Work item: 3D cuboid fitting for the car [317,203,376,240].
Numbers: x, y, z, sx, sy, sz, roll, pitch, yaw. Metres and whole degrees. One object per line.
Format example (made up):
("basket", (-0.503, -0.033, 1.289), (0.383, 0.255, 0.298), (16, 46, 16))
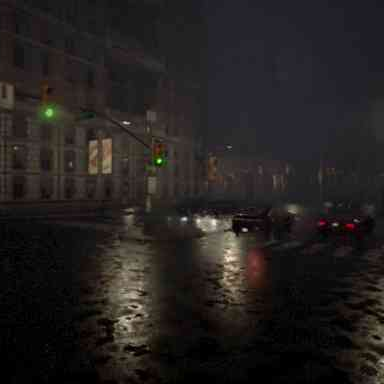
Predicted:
("car", (7.969, 1.525, 16.986), (2.033, 1.411, 5.357), (0, 0, 37))

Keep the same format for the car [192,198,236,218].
("car", (2.426, 1.404, 29.060), (1.837, 1.490, 4.892), (0, 0, 36))

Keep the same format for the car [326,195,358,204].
("car", (15.137, 1.306, 32.955), (2.097, 1.767, 4.553), (0, 0, 35))

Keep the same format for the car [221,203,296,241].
("car", (3.706, 1.447, 16.648), (2.128, 1.511, 4.902), (0, 0, 35))

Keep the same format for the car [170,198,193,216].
("car", (-0.073, 1.353, 31.601), (1.882, 1.535, 5.008), (0, 0, 35))
